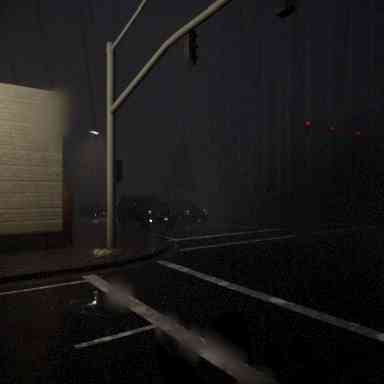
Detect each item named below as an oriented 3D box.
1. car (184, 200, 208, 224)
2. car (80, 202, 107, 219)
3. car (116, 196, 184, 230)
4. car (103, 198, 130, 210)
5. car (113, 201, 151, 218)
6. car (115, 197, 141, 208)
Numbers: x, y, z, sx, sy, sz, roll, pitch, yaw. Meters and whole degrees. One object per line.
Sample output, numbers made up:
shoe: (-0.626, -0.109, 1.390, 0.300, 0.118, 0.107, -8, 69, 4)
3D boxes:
car: (-0.799, 1.407, 25.010, 2.097, 1.767, 4.553, 0, 0, -36)
car: (-8.635, 1.619, 29.959, 1.994, 1.385, 4.181, 0, 0, -35)
car: (-3.165, 1.277, 22.295, 2.150, 2.045, 5.566, 0, 0, -36)
car: (-10.205, 1.581, 44.445, 1.812, 1.442, 4.674, 0, 0, -36)
car: (-5.822, 1.619, 32.036, 1.994, 1.385, 4.181, 0, 0, -35)
car: (-9.577, 1.560, 49.634, 1.837, 1.490, 4.892, 0, 0, -37)
